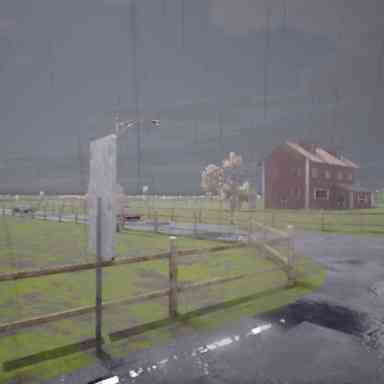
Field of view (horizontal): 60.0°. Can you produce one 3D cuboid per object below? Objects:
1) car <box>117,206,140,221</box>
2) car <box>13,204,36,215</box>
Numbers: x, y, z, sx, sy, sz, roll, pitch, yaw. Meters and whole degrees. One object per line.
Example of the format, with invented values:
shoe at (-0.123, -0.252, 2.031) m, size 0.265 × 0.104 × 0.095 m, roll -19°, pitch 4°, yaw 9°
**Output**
car at (-6.976, 2.132, 33.280) m, size 1.994 × 1.385 × 4.181 m, roll 1°, pitch -2°, yaw -43°
car at (-23.970, 2.436, 47.214) m, size 2.033 × 1.411 × 5.357 m, roll 1°, pitch -1°, yaw -43°
